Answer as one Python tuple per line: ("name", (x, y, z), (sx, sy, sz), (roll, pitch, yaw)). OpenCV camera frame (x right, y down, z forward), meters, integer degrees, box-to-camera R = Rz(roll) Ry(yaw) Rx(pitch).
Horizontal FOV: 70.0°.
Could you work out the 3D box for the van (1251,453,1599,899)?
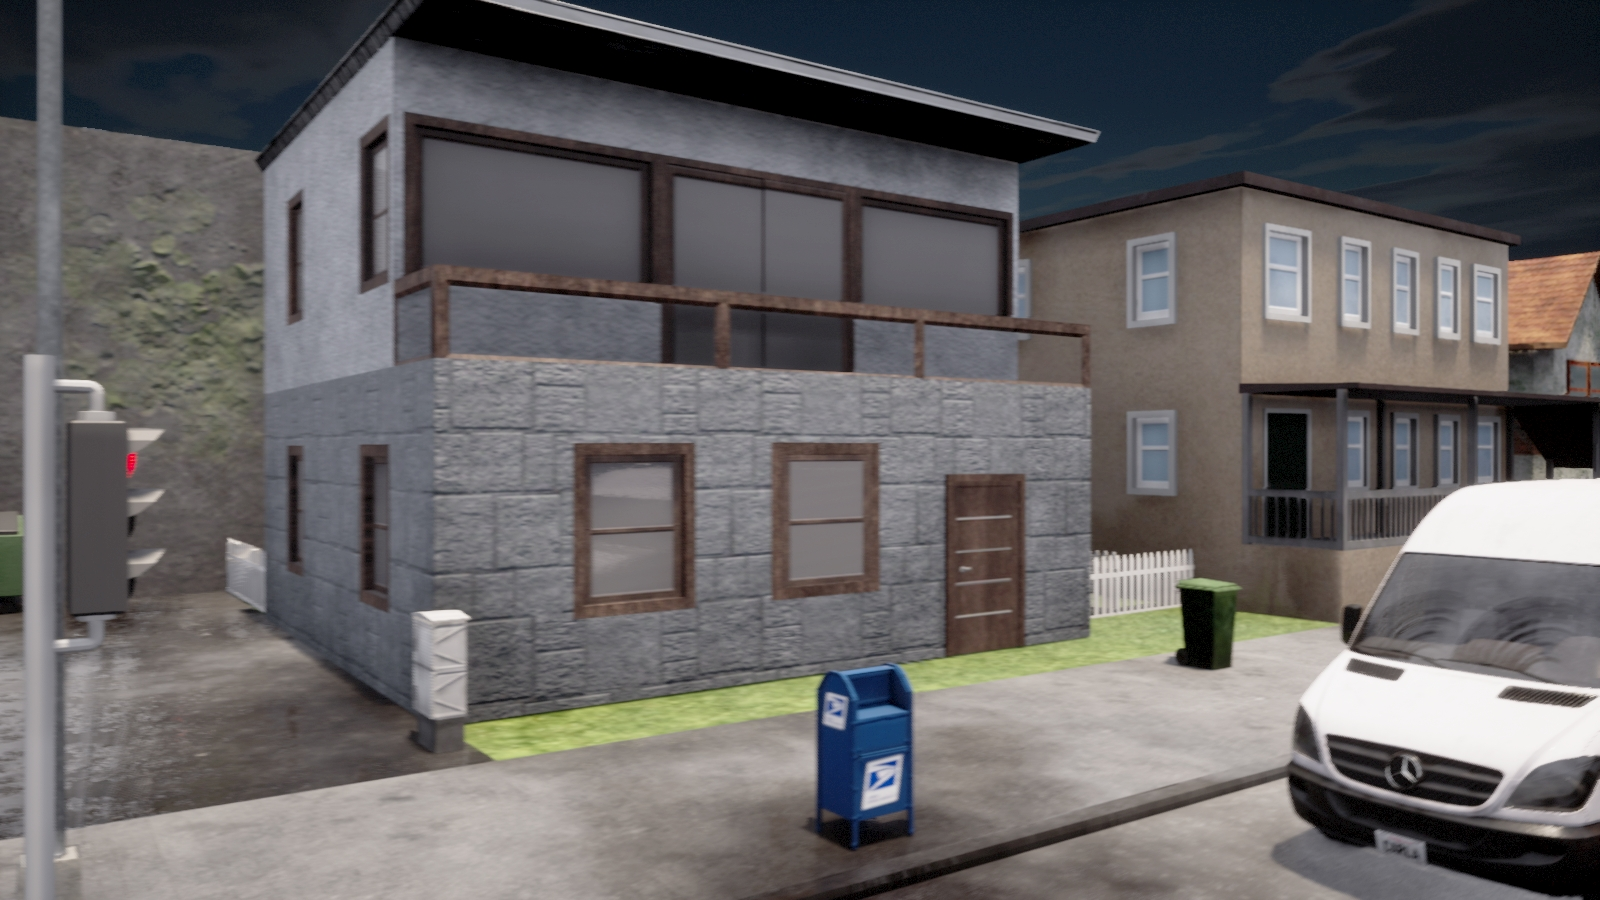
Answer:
("van", (6.045, 1.313, 8.626), (5.915, 2.561, 1.988), (0, 0, -35))
